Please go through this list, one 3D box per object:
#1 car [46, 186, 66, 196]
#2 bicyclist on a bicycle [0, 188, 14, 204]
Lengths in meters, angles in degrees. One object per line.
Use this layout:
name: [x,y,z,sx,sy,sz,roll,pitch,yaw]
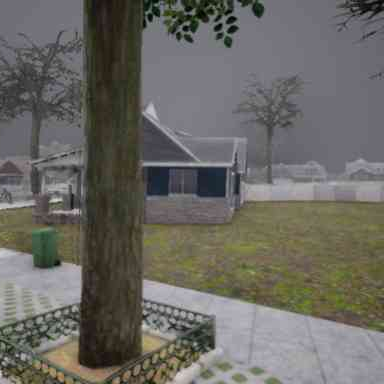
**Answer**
car: [-20.641,-0.222,50.907,1.812,1.442,4.674,1,2,11]
bicyclist on a bicycle: [-18.124,0.408,32.496,1.656,1.620,0.582,1,3,11]
